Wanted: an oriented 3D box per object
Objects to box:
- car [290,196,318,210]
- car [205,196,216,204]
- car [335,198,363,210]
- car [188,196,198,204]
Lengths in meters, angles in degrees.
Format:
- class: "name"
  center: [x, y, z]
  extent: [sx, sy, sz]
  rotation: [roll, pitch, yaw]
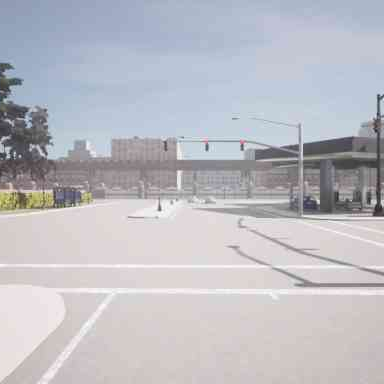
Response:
- class: "car"
  center: [13.244, 1.295, 39.635]
  extent: [2.242, 1.667, 4.611]
  rotation: [0, 0, 0]
- class: "car"
  center: [3.554, 1.525, 64.319]
  extent: [1.812, 1.442, 4.674]
  rotation: [0, 0, 0]
- class: "car"
  center: [18.989, 1.456, 40.393]
  extent: [1.970, 1.475, 3.806]
  rotation: [0, 0, 0]
- class: "car"
  center: [0.160, 1.525, 66.102]
  extent: [1.812, 1.442, 4.674]
  rotation: [0, 0, 0]
